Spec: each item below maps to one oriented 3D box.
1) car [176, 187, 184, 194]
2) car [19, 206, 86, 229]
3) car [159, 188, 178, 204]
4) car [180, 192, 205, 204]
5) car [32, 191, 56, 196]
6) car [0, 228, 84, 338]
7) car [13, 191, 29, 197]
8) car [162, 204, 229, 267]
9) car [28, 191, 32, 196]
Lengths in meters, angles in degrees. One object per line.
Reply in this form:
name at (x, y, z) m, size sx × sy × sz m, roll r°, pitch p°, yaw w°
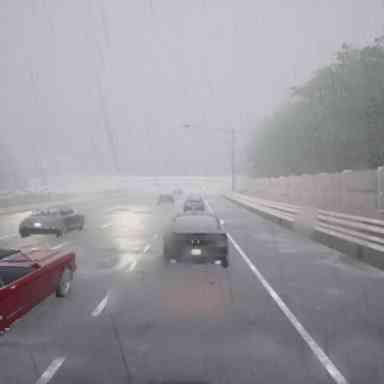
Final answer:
car at (-2.967, -0.243, 73.625) m, size 2.097 × 1.767 × 4.553 m, roll 0°, pitch 2°, yaw 1°
car at (-6.870, 1.400, 16.833) m, size 1.994 × 1.385 × 4.181 m, roll 0°, pitch 1°, yaw 0°
car at (-3.301, 0.683, 44.270) m, size 1.882 × 1.535 × 5.008 m, roll 0°, pitch 2°, yaw 1°
car at (0.195, 1.067, 30.416) m, size 2.128 × 1.511 × 4.902 m, roll 0°, pitch 1°, yaw 0°
car at (-20.831, 0.661, 48.210) m, size 1.994 × 1.385 × 4.181 m, roll 0°, pitch 2°, yaw 1°
car at (-3.498, 1.563, 5.371) m, size 1.895 × 1.301 × 4.718 m, roll 0°, pitch 0°, yaw 0°
car at (-27.723, 0.477, 55.055) m, size 1.994 × 1.385 × 4.181 m, roll 0°, pitch 2°, yaw 1°
car at (0.114, 1.388, 11.157) m, size 1.882 × 1.535 × 5.008 m, roll 0°, pitch 1°, yaw 0°
car at (-24.232, 0.534, 54.312) m, size 1.895 × 1.301 × 4.718 m, roll 0°, pitch 2°, yaw 1°
